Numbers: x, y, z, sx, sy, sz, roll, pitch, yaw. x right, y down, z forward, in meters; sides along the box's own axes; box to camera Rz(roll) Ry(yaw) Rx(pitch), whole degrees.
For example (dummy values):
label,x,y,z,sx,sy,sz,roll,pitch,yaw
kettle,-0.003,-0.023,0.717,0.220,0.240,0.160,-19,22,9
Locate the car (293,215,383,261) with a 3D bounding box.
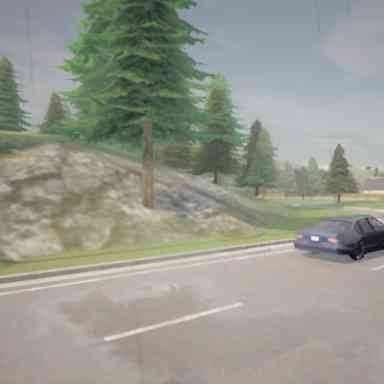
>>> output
label,x,y,z,sx,sy,sz,roll,pitch,yaw
car,6.046,1.592,12.486,5.357,1.411,2.033,0,0,-37
